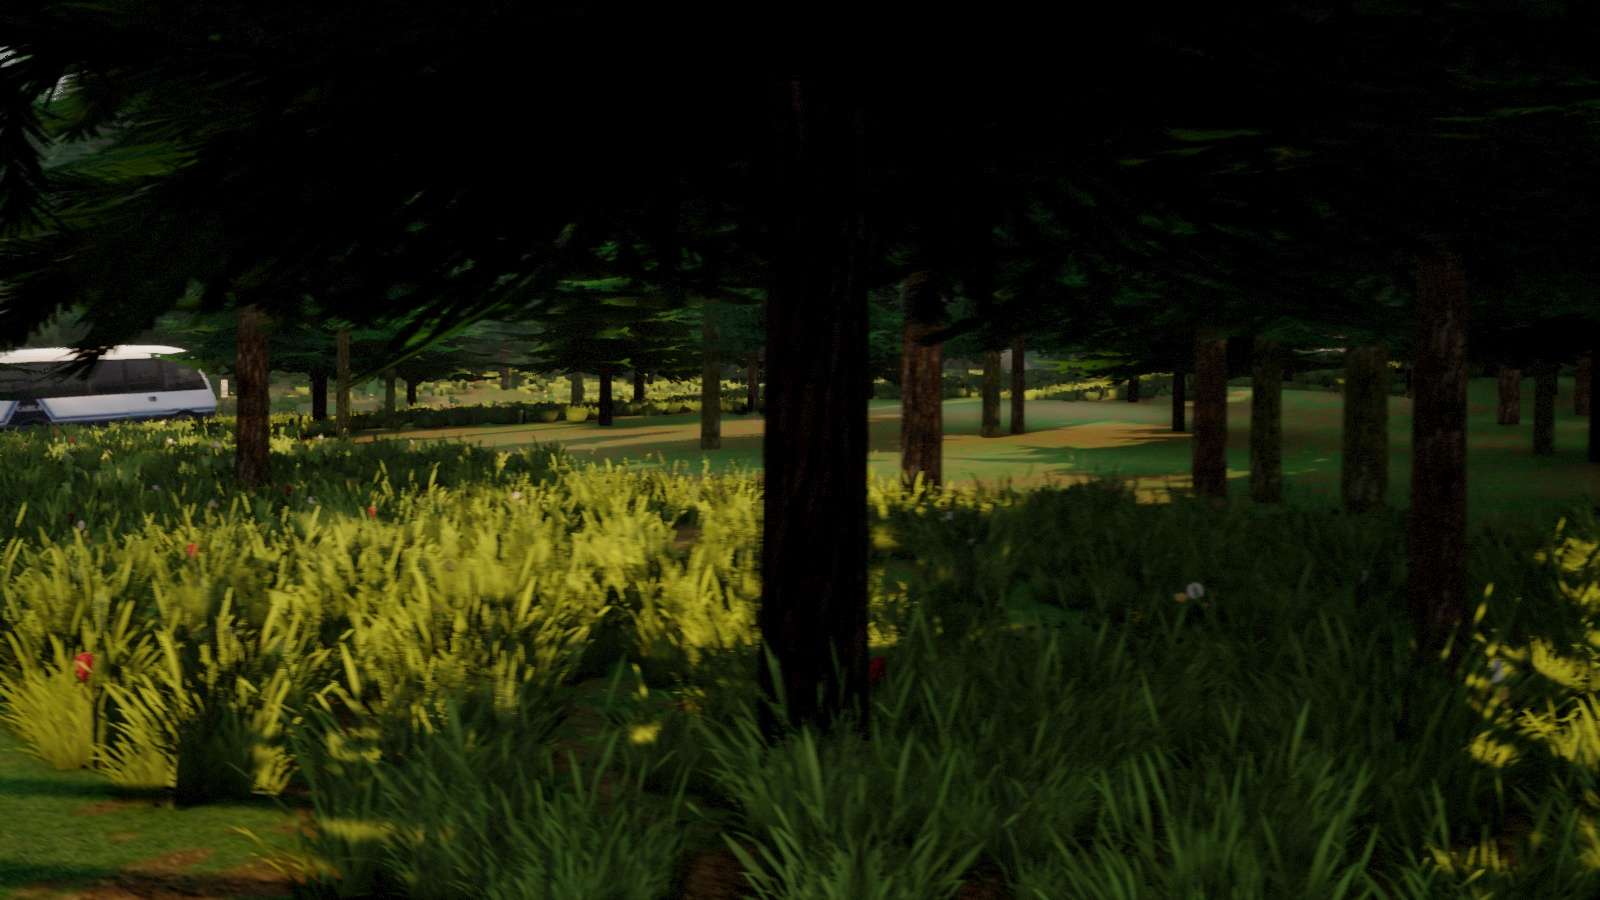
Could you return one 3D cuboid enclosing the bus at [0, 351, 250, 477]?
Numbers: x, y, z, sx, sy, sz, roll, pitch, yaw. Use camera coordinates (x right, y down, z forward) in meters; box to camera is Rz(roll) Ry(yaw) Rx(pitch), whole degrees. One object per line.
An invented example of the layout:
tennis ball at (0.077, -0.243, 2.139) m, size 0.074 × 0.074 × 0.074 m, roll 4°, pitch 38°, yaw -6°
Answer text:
bus at (-28.689, -1.563, 51.361) m, size 3.944 × 4.253 × 10.273 m, roll 0°, pitch 6°, yaw 43°
